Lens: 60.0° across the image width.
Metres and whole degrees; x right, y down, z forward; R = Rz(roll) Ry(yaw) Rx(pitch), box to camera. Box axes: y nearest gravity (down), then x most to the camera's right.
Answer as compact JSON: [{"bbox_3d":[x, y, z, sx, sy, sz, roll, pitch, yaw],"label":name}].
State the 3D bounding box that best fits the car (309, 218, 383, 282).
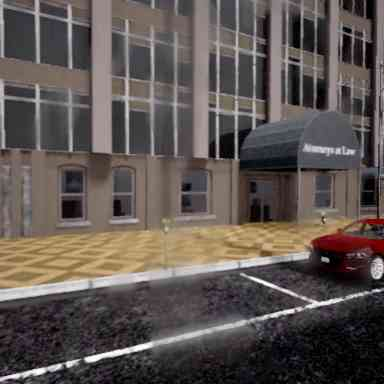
[{"bbox_3d":[5.238,1.421,9.276,4.507,1.381,1.887,0,1,-29],"label":"car"}]
